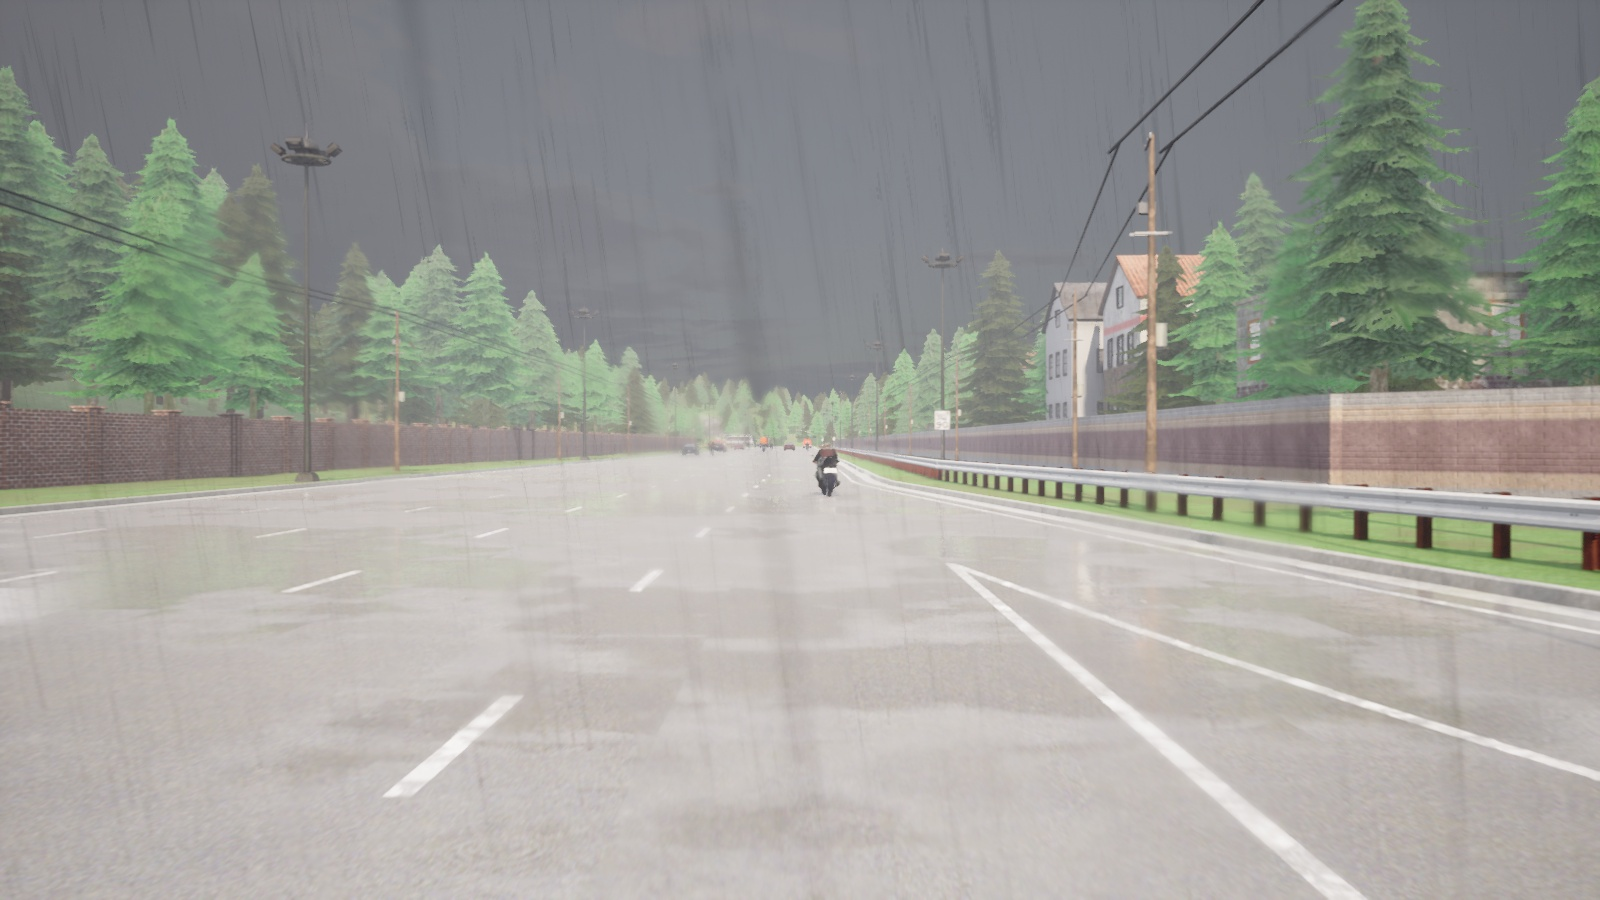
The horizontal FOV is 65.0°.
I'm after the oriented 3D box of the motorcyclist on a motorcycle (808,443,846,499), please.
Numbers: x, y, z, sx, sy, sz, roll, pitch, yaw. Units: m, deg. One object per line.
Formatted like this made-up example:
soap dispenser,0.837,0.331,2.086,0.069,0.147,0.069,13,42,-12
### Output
motorcyclist on a motorcycle,0.752,0.581,35.631,0.866,1.530,2.191,0,0,-4
